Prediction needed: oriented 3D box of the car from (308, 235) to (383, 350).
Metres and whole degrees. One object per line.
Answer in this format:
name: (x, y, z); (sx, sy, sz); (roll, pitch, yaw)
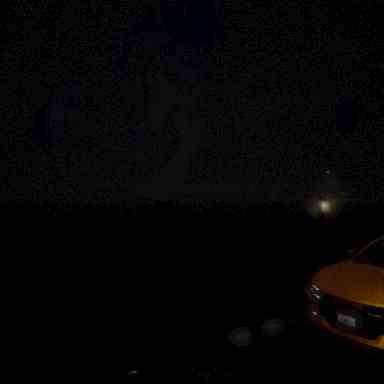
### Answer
car: (4.171, 1.511, 6.059); (5.008, 1.535, 1.882); (0, 0, -36)
